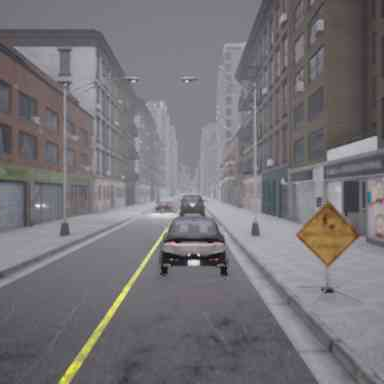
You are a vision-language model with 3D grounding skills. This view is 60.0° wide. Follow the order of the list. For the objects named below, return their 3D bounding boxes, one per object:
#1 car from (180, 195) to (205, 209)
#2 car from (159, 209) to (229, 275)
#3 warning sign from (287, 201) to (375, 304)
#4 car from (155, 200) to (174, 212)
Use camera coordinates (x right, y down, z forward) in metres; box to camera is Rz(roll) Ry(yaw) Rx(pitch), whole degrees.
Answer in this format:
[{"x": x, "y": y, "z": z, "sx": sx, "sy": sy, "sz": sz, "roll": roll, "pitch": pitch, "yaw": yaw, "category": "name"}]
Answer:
[{"x": 0.033, "y": 1.249, "z": 31.078, "sx": 2.150, "sy": 2.045, "sz": 5.566, "roll": 0, "pitch": 0, "yaw": 0, "category": "car"}, {"x": 0.055, "y": 1.503, "z": 10.482, "sx": 2.128, "sy": 1.511, "sz": 4.902, "roll": 0, "pitch": 0, "yaw": 0, "category": "car"}, {"x": 2.702, "y": 1.123, "z": 6.644, "sx": 1.300, "sy": 1.860, "sz": 1.060, "roll": 0, "pitch": 0, "yaw": 0, "category": "warning sign"}, {"x": -3.174, "y": 1.630, "z": 38.778, "sx": 1.895, "sy": 1.301, "sz": 4.718, "roll": 0, "pitch": 0, "yaw": 0, "category": "car"}]
